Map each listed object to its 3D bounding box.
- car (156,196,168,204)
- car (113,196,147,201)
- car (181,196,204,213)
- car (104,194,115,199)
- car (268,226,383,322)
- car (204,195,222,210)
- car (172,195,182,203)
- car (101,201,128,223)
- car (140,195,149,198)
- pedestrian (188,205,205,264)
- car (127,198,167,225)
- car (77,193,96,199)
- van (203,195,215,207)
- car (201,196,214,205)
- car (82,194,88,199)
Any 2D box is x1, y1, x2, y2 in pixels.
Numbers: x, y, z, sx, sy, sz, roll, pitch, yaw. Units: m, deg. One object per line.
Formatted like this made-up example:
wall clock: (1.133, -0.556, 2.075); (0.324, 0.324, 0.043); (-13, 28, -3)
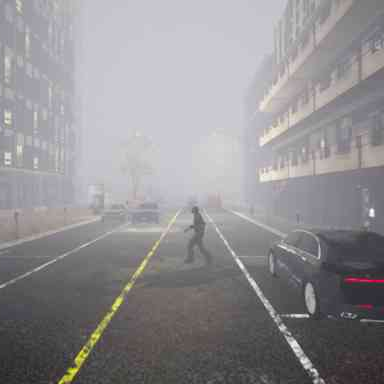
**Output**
car: (-5.695, 1.565, 63.995); (1.947, 1.339, 4.313); (0, 0, 0)
car: (-5.694, 1.435, 30.994); (1.967, 1.590, 4.097); (0, 0, 0)
car: (0.092, 1.520, 36.041); (1.812, 1.442, 4.674); (0, 0, 0)
car: (-22.035, 1.134, 87.103); (4.829, 1.417, 1.752); (1, -1, -1)
car: (3.000, 1.503, 7.303); (1.837, 1.490, 4.892); (0, 0, 0)
car: (2.686, 1.310, 42.097); (2.192, 1.841, 5.009); (0, 0, 0)
car: (-3.003, 1.331, 65.784); (2.128, 1.511, 4.902); (0, 0, 0)
car: (-5.693, 1.577, 25.443); (1.802, 1.307, 4.206); (0, 0, 0)
car: (-5.694, 1.310, 36.545); (2.192, 1.841, 5.009); (0, 0, 0)
pedestrian: (0.132, 1.291, 10.196); (0.375, 1.860, 0.375); (0, 0, -1)
car: (-3.101, 1.473, 24.017); (1.882, 1.535, 5.008); (0, 0, 0)
car: (-27.480, 1.073, 86.953); (4.313, 1.339, 1.947); (1, -1, -1)
van: (2.686, 1.338, 53.199); (1.690, 1.788, 3.998); (0, 0, 0)
car: (2.685, 1.438, 58.750); (1.967, 1.590, 4.097); (0, 0, 0)
car: (-27.372, 0.845, 78.578); (5.009, 1.841, 2.192); (1, -1, -1)
